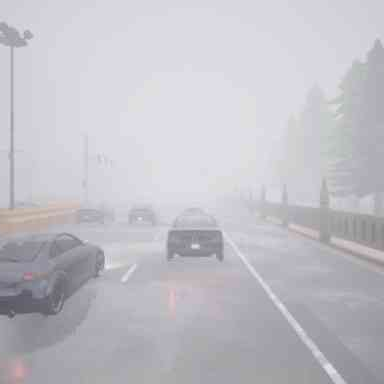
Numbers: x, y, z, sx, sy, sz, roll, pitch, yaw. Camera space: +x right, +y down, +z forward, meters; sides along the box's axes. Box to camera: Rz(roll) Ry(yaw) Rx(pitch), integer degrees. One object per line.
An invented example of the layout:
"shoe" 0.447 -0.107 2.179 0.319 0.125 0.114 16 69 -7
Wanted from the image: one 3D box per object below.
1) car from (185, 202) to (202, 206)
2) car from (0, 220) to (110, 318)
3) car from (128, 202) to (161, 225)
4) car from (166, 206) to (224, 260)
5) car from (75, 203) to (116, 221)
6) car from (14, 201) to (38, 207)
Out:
"car" 0.100 1.561 27.539 1.812 1.442 4.674 0 0 0
"car" -3.400 1.574 7.530 1.994 1.385 4.181 0 0 0
"car" -3.400 1.533 24.181 1.837 1.490 4.892 0 -1 0
"car" 0.101 1.494 12.499 1.882 1.535 5.008 0 0 0
"car" -6.899 1.510 24.215 1.882 1.535 5.008 0 0 0
"car" -14.052 1.529 27.229 2.128 1.511 4.902 0 0 0
